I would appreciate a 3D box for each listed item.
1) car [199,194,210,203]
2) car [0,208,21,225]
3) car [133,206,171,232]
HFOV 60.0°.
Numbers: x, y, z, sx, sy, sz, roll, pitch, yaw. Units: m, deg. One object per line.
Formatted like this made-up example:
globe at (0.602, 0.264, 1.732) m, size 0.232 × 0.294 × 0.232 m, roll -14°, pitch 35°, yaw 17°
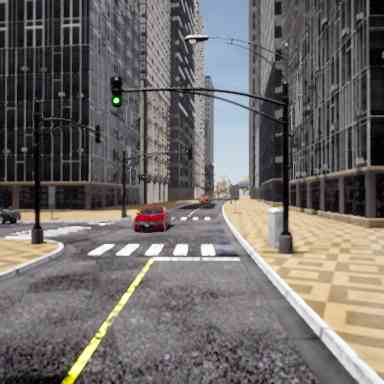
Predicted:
car at (2.899, 1.531, 75.817) m, size 2.150 × 2.045 × 5.566 m, roll 0°, pitch 0°, yaw 8°
car at (-16.547, 2.005, 27.805) m, size 4.403 × 1.369 × 2.008 m, roll -1°, pitch 0°, yaw 10°
car at (-2.488, 1.674, 21.623) m, size 1.882 × 1.535 × 5.008 m, roll -1°, pitch 0°, yaw 3°
